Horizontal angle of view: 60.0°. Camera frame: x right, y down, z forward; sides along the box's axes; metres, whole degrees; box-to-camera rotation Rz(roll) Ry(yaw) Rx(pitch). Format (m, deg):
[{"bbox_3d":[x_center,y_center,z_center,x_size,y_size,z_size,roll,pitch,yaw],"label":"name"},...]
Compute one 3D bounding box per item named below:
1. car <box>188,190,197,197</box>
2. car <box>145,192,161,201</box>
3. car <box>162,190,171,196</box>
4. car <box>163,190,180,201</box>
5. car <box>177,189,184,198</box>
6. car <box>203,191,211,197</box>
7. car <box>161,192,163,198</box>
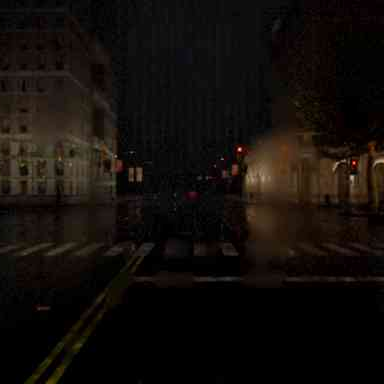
[{"bbox_3d":[0.186,0.333,81.587,2.097,1.767,4.553,0,1,1],"label":"car"},{"bbox_3d":[-7.043,0.832,57.882,1.837,1.490,4.892,0,1,1],"label":"car"},{"bbox_3d":[-6.738,0.356,88.885,1.837,1.490,4.892,0,1,1],"label":"car"},{"bbox_3d":[-3.543,0.832,57.877,1.837,1.490,4.892,0,1,1],"label":"car"},{"bbox_3d":[-3.403,0.691,73.132,2.033,1.411,5.357,0,1,1],"label":"car"},{"bbox_3d":[3.686,0.518,81.584,2.033,1.411,5.357,0,1,1],"label":"car"},{"bbox_3d":[-6.906,0.708,72.810,1.994,1.385,4.181,0,1,1],"label":"car"}]
